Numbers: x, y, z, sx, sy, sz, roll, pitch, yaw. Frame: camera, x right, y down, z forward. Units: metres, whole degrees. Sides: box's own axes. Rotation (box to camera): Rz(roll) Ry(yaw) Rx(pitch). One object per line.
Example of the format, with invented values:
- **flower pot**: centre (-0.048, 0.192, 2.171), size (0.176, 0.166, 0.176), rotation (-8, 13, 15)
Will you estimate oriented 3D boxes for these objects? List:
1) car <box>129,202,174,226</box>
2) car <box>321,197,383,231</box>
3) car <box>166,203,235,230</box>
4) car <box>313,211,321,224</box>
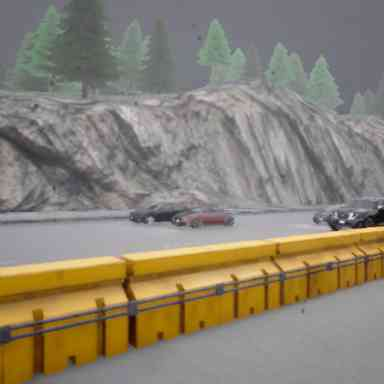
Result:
- **car**: centre (-2.044, 1.500, 23.951), size (5.008, 1.535, 1.882), rotation (0, 0, -35)
- **car**: centre (10.537, 1.336, 19.935), size (5.566, 2.045, 2.150), rotation (1, 0, -35)
- **car**: centre (0.769, 1.604, 21.649), size (4.181, 1.385, 1.994), rotation (0, 0, -35)
- **car**: centre (10.867, 1.647, 24.425), size (4.674, 1.442, 1.812), rotation (1, 0, -35)
